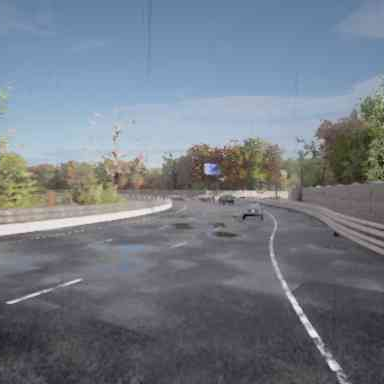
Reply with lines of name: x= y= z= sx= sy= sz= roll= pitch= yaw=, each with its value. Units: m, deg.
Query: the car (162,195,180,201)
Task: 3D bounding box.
car: x=-5.666 y=1.674 z=88.602 sx=1.882 sy=1.535 sz=5.008 roll=1 pitch=0 yaw=-22

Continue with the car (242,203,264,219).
car: x=5.615 y=1.706 z=30.626 sx=2.033 sy=1.411 sz=5.357 roll=1 pitch=0 yaw=11

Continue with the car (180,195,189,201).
car: x=-2.421 y=1.769 z=89.932 sx=2.128 sy=1.511 sz=4.902 roll=1 pitch=0 yaw=-22

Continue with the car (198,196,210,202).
car: x=3.144 y=1.818 z=84.246 sx=1.812 sy=1.442 sz=4.674 roll=1 pitch=0 yaw=-19

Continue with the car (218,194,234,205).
car: x=6.781 y=1.507 z=66.457 sx=2.150 sy=2.045 sz=5.566 roll=1 pitch=0 yaw=-7
